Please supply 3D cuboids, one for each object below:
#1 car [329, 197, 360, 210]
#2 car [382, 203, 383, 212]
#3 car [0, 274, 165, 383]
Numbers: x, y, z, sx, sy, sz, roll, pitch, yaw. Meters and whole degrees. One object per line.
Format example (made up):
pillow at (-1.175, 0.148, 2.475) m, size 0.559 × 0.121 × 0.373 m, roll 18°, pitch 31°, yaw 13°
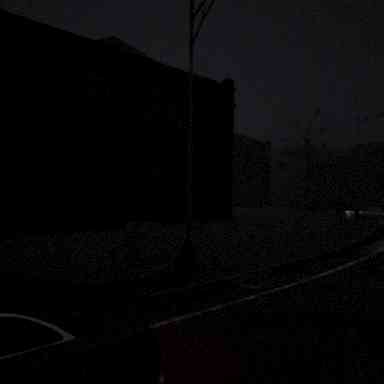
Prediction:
car at (18.284, 1.344, 40.057) m, size 2.128 × 1.511 × 4.902 m, roll 1°, pitch 0°, yaw -3°
car at (21.802, 1.434, 34.988) m, size 2.128 × 1.511 × 4.902 m, roll 1°, pitch 0°, yaw 6°
car at (-2.542, 1.497, 2.342) m, size 4.902 × 1.511 × 2.128 m, roll 0°, pitch 0°, yaw -37°
